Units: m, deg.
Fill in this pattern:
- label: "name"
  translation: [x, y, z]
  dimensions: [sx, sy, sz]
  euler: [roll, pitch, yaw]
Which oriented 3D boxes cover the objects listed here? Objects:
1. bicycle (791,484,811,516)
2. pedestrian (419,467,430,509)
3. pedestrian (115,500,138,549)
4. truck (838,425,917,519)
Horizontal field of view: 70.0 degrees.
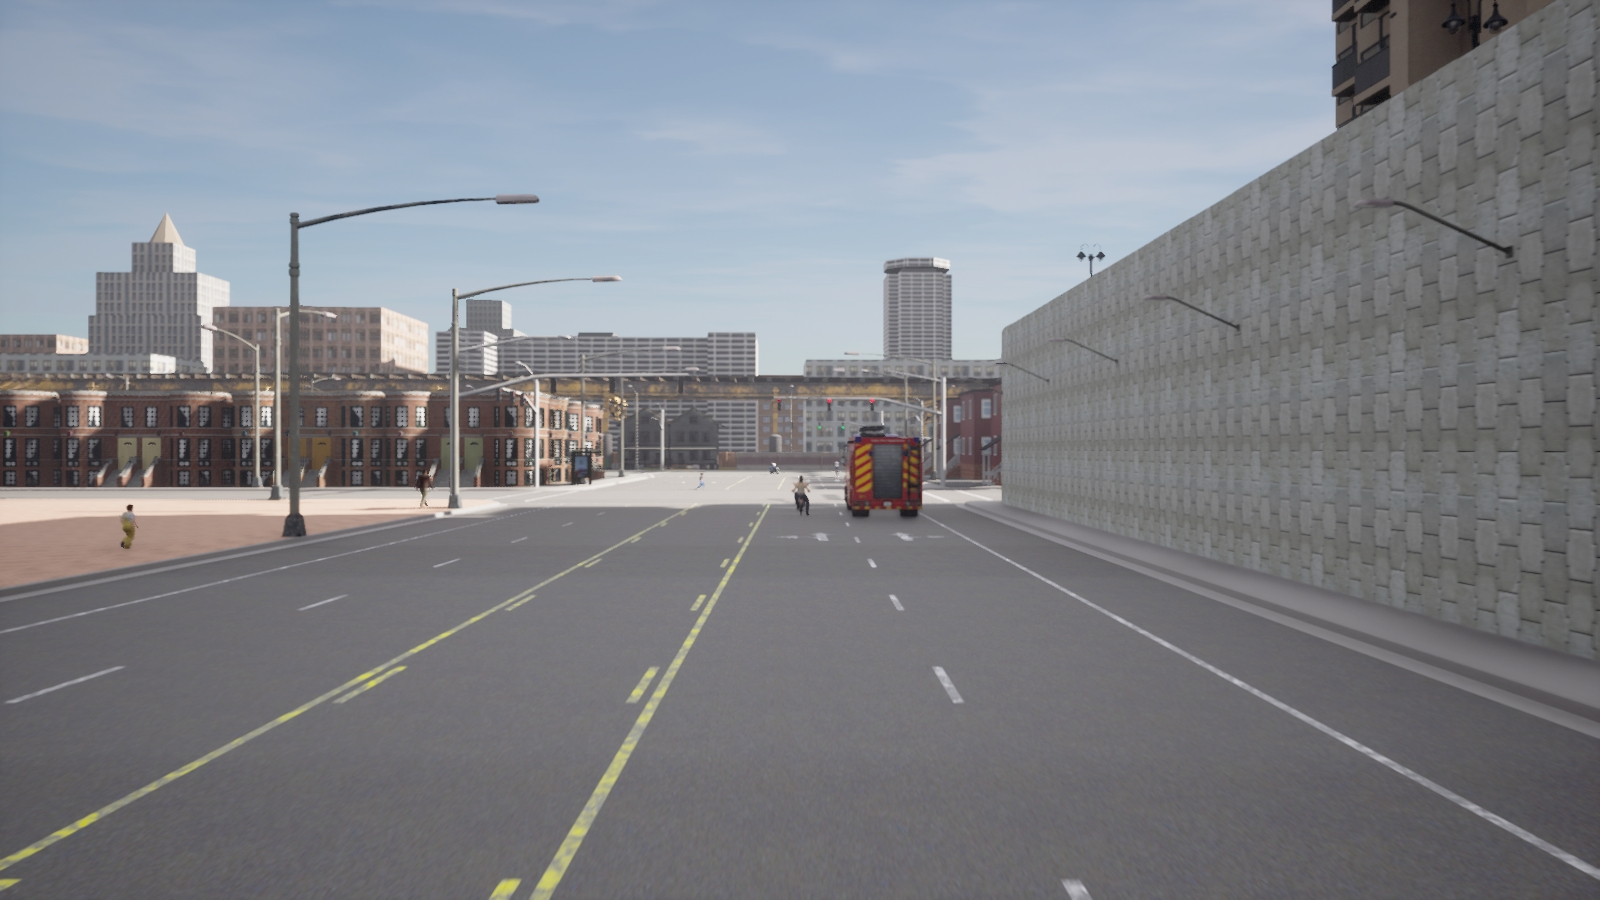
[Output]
- label: "bicycle"
  translation: [0.040, 2.145, 48.793]
  dimensions: [0.859, 1.301, 1.487]
  euler: [0, 0, 0]
- label: "pedestrian"
  translation: [-16.849, 1.697, 51.266]
  dimensions: [0.375, 1.860, 0.375]
  euler: [0, 0, 1]
- label: "pedestrian"
  translation: [-17.966, 1.984, 30.475]
  dimensions: [0.375, 1.300, 0.375]
  euler: [0, 0, 12]
- label: "truck"
  translation: [3.290, 0.891, 50.614]
  dimensions: [2.891, 3.827, 8.468]
  euler: [0, 0, 0]
